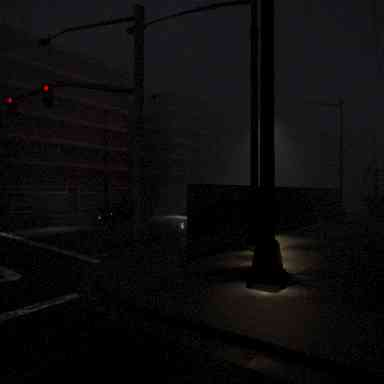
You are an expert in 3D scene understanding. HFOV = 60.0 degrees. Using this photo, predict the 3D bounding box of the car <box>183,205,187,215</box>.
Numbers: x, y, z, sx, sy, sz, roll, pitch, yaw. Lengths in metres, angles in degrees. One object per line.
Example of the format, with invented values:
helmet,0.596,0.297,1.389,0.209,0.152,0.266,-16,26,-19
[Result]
car,1.002,1.505,33.226,1.837,1.490,4.892,0,0,35

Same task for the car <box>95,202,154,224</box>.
car,-4.927,1.491,24.787,2.128,1.511,4.902,0,0,35
